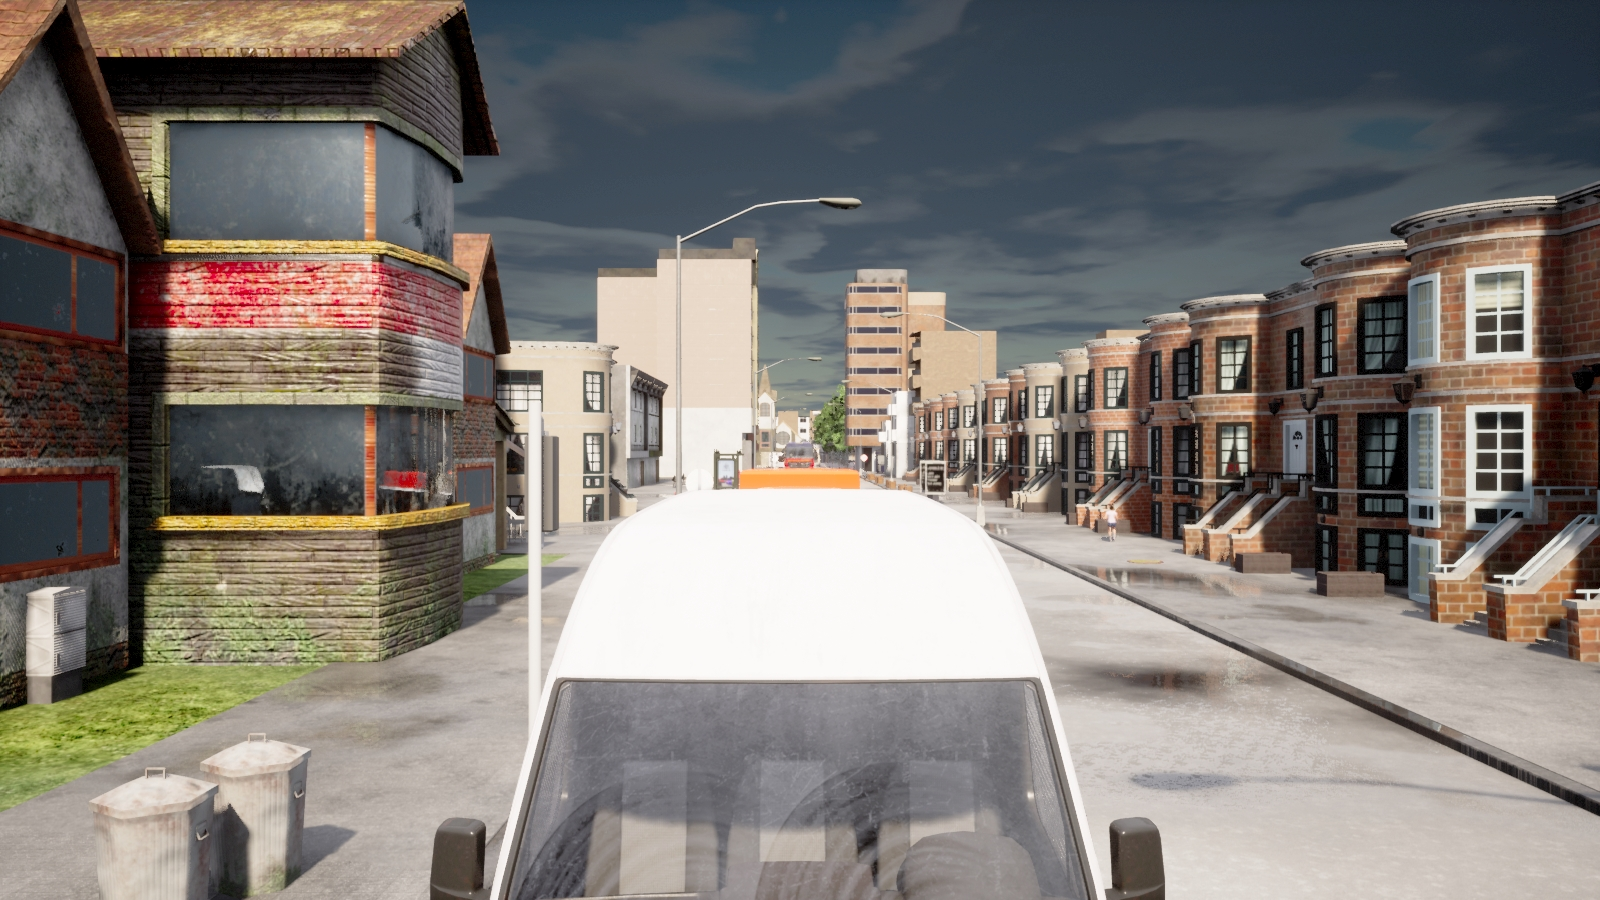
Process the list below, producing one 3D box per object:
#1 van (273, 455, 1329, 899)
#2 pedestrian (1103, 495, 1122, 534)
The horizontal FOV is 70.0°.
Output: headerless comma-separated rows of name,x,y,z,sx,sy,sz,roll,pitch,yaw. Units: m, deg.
van,-0.003,1.314,5.110,1.988,2.561,5.915,0,0,0
pedestrian,9.225,1.903,33.744,0.500,1.100,0.500,0,0,10
